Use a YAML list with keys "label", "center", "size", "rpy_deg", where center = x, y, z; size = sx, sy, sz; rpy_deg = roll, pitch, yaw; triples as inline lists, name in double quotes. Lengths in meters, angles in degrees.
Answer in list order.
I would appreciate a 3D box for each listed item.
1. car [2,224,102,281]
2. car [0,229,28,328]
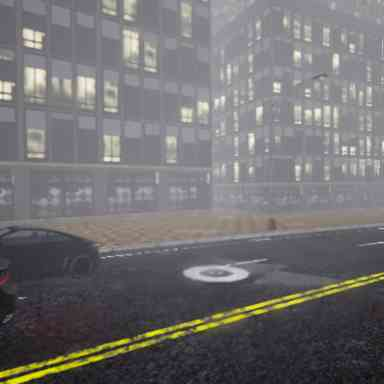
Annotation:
- label: "car"
  center: [-4.462, 1.544, 8.399]
  size: [4.181, 1.385, 1.994]
  rpy_deg: [0, 0, -35]
- label: "car"
  center: [-4.918, 1.485, 4.096]
  size: [4.892, 1.490, 1.837]
  rpy_deg: [0, 0, -36]
